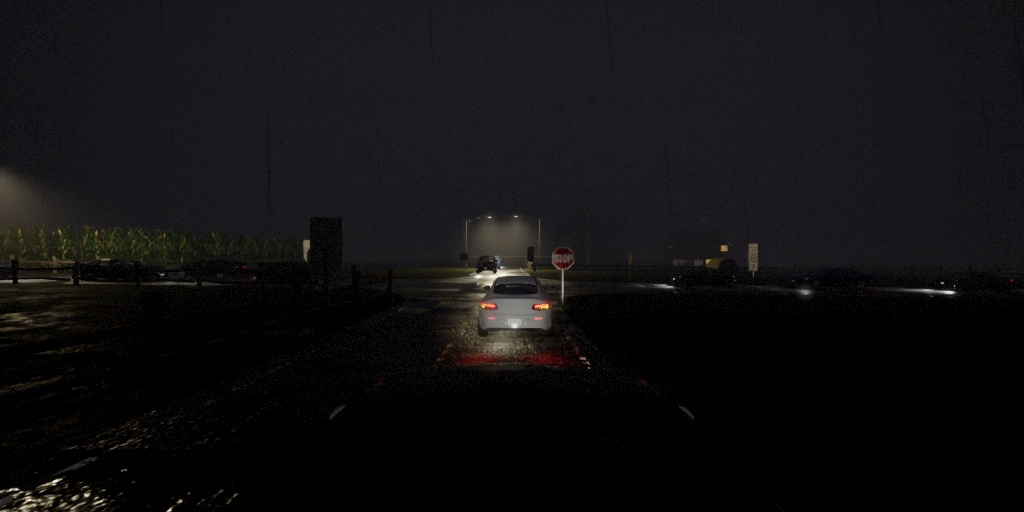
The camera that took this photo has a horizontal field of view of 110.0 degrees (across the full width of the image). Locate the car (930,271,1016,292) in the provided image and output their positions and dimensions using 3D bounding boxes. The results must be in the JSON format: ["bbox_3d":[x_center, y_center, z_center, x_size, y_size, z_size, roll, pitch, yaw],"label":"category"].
[{"bbox_3d":[32.611,1.777,25.473,4.181,1.385,1.994,1,1,1],"label":"car"}]

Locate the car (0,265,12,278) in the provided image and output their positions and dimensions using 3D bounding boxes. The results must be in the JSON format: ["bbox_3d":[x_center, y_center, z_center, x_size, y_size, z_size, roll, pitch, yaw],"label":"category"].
[{"bbox_3d":[-36.291,0.869,23.754,4.718,1.301,1.895,1,1,1],"label":"car"}]

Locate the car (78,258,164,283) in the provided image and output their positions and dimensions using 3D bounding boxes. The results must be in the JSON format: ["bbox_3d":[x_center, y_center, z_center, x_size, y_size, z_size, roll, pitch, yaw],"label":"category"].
[{"bbox_3d":[-25.378,0.915,23.554,4.902,1.511,2.128,1,1,1],"label":"car"}]

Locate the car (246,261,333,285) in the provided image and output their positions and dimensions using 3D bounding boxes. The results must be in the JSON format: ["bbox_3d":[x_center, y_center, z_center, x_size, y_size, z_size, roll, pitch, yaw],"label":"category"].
[{"bbox_3d":[-14.120,1.085,23.465,4.892,1.490,1.837,1,1,-1],"label":"car"}]

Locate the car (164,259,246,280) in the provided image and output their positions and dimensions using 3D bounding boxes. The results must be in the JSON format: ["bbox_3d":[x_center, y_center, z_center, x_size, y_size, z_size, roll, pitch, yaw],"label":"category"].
[{"bbox_3d":[-22.152,0.931,26.431,4.892,1.490,1.837,1,1,1],"label":"car"}]

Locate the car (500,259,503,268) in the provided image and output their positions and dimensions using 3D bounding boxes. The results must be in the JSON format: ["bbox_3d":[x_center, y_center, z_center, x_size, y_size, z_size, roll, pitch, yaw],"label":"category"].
[{"bbox_3d":[-2.833,0.956,54.237,2.150,2.045,5.566,0,0,-1],"label":"car"}]

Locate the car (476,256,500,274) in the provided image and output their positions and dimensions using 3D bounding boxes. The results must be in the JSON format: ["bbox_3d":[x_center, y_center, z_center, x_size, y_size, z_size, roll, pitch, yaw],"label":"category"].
[{"bbox_3d":[-2.832,0.960,41.180,2.150,2.045,5.566,0,0,0],"label":"car"}]

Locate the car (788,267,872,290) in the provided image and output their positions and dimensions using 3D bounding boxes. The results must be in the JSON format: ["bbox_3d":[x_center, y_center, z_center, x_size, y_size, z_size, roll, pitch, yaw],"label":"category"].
[{"bbox_3d":[22.650,1.540,25.653,5.008,1.535,1.882,1,1,1],"label":"car"}]

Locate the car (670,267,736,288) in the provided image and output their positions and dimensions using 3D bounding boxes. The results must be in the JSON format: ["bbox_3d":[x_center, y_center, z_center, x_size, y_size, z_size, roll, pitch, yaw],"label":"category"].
[{"bbox_3d":[13.660,1.495,25.807,4.181,1.385,1.994,1,1,1],"label":"car"}]

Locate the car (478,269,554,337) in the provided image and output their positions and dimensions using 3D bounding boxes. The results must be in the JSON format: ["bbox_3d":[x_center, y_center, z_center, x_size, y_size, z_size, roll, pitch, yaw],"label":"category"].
[{"bbox_3d":[0.132,1.273,10.127,1.812,1.442,4.674,0,0,2],"label":"car"}]
